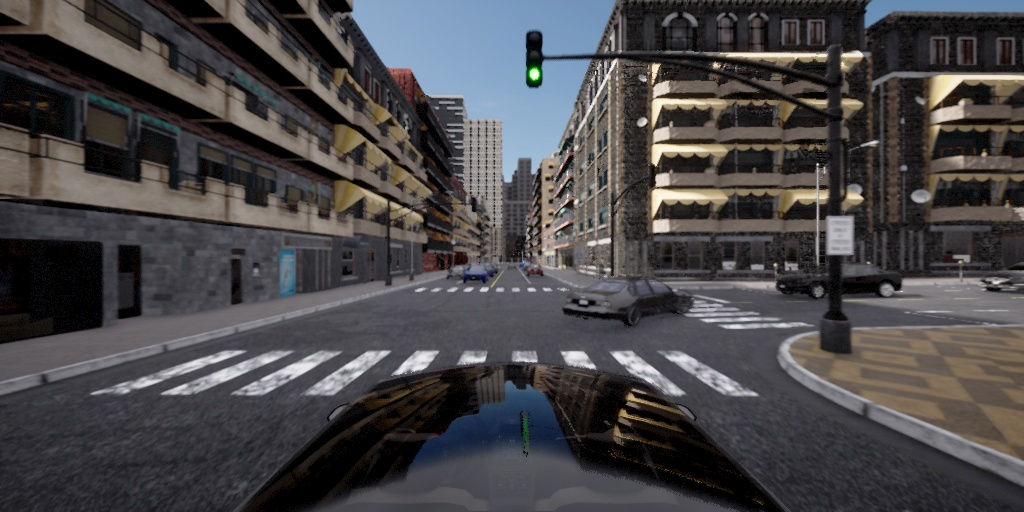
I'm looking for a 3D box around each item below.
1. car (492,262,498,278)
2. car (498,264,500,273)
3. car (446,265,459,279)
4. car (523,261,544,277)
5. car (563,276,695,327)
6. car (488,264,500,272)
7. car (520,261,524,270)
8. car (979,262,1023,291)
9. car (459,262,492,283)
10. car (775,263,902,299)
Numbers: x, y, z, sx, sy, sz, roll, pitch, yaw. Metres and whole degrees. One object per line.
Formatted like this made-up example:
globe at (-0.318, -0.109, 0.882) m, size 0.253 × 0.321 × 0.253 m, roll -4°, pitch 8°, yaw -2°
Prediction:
car at (-3.069, 1.498, 40.621) m, size 2.097 × 1.767 × 4.553 m, roll 0°, pitch -1°, yaw 0°
car at (-2.997, 1.605, 50.715) m, size 2.097 × 1.767 × 4.553 m, roll 0°, pitch -1°, yaw 0°
car at (-5.688, 1.661, 37.190) m, size 2.007 × 1.370 × 4.403 m, roll 0°, pitch 0°, yaw 0°
car at (2.692, 1.608, 42.711) m, size 1.967 × 1.591 × 4.097 m, roll 0°, pitch 0°, yaw 0°
car at (4.069, 1.386, 12.061) m, size 5.357 × 1.411 × 2.033 m, roll 0°, pitch -1°, yaw -39°
car at (-2.996, 1.962, 60.779) m, size 1.895 × 1.301 × 4.718 m, roll 0°, pitch -1°, yaw 0°
car at (2.694, 1.895, 59.293) m, size 2.007 × 1.370 × 4.403 m, roll 0°, pitch 0°, yaw 0°
car at (25.123, 0.971, 16.852) m, size 4.892 × 1.490 × 1.837 m, roll -1°, pitch 0°, yaw -1°
car at (-3.089, 1.528, 31.461) m, size 1.882 × 1.535 × 5.008 m, roll 0°, pitch -1°, yaw 1°
car at (15.064, 1.101, 16.713) m, size 5.008 × 1.535 × 1.882 m, roll -1°, pitch 0°, yaw -1°
